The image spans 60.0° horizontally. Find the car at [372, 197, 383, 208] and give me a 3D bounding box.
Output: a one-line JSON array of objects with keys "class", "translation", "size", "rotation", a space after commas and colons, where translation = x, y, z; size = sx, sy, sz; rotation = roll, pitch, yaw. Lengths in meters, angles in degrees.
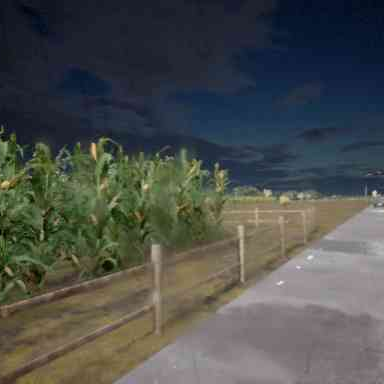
[{"class": "car", "translation": [28.358, 1.601, 50.039], "size": [1.837, 1.490, 4.892], "rotation": [-2, -1, 31]}]
